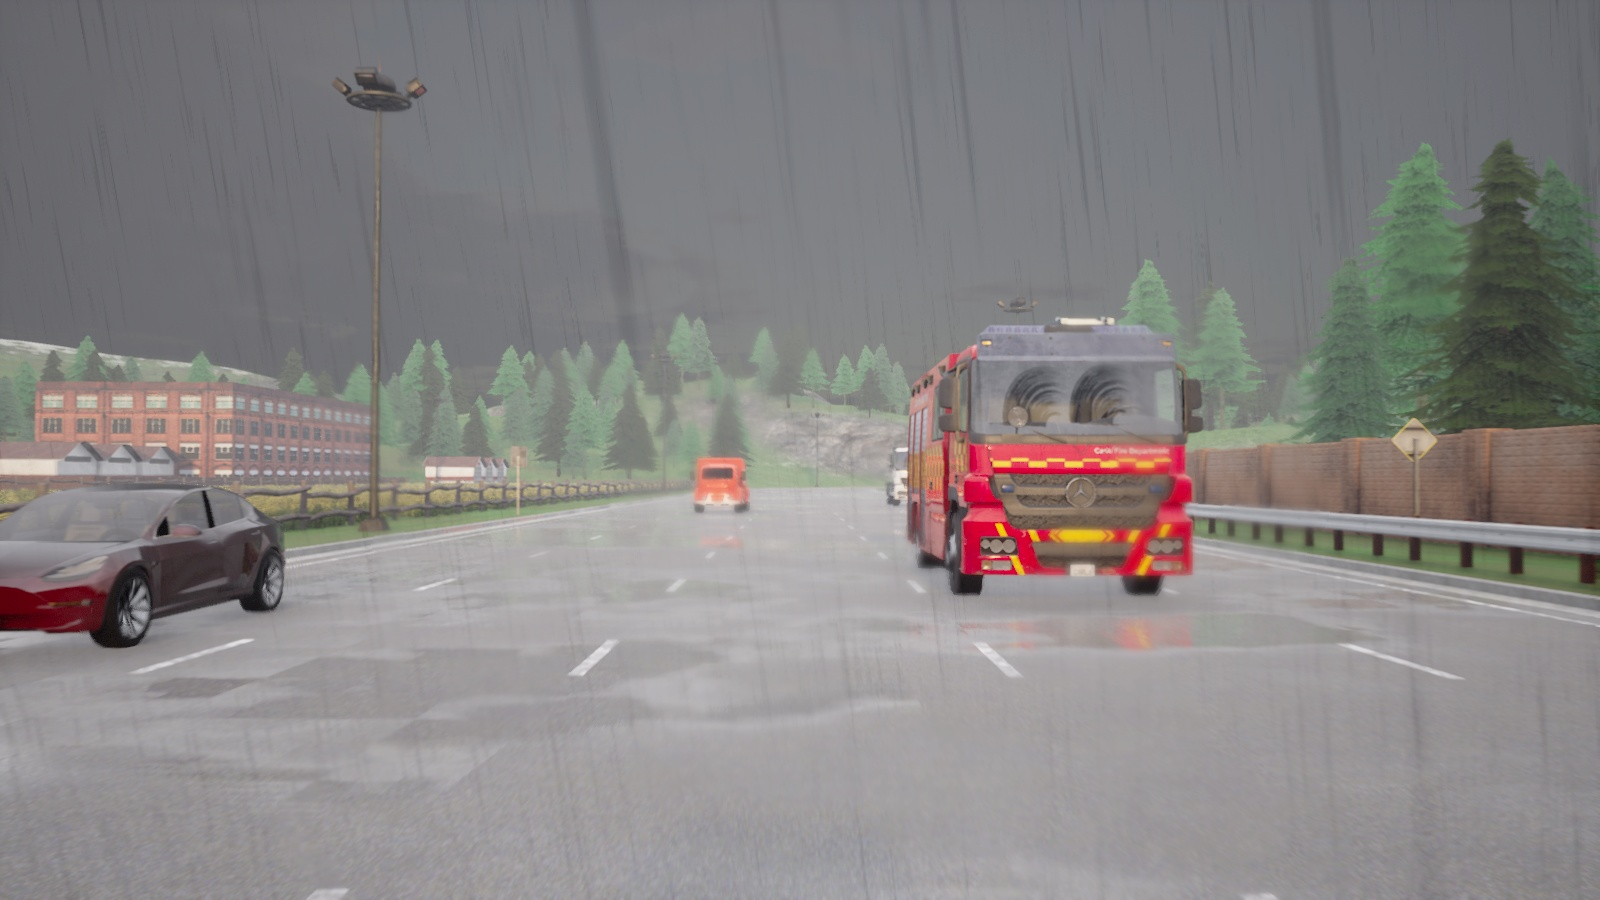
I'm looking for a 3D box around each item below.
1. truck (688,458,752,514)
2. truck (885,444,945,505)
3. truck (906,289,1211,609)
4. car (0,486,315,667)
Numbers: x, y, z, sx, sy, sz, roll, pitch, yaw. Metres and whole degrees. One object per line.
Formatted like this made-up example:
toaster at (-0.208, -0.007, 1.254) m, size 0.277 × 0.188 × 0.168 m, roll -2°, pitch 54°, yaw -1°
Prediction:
truck at (-3.624, 1.642, 58.036) m, size 2.627 × 2.467 × 5.204 m, roll 0°, pitch -1°, yaw 0°
truck at (6.837, 1.498, 75.674) m, size 2.891 × 3.462 × 7.936 m, roll 0°, pitch -1°, yaw 0°
truck at (3.454, 0.075, 19.305) m, size 2.891 × 3.827 × 8.468 m, roll 0°, pitch -1°, yaw 0°
car at (-7.028, 1.141, 12.999) m, size 2.163 × 1.488 × 4.792 m, roll 0°, pitch -1°, yaw 0°
